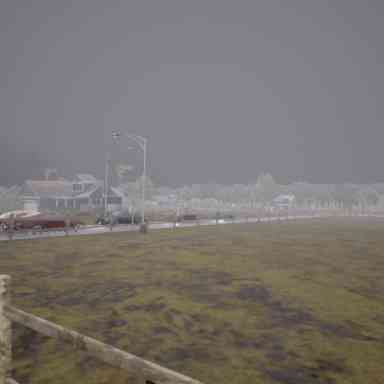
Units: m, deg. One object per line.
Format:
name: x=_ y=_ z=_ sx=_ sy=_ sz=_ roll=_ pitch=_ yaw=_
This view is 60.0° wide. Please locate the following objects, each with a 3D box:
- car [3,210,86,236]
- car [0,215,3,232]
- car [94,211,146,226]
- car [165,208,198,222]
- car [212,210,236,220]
car: x=-9.609 y=2.052 z=22.640 sx=1.882 sy=1.535 sz=5.008 roll=0 pitch=-2 yaw=36
car: x=-12.345 y=2.030 z=23.811 sx=1.882 sy=1.535 sz=5.008 roll=0 pitch=-2 yaw=34
car: x=-6.705 y=2.490 z=31.858 sx=2.033 sy=1.411 sz=5.357 roll=0 pitch=-2 yaw=35
car: x=-1.126 y=2.688 z=39.724 sx=2.097 sy=1.767 sz=4.553 roll=0 pitch=-2 yaw=36
car: x=4.653 y=3.317 z=47.830 sx=1.994 sy=1.385 sz=4.181 roll=0 pitch=-2 yaw=35
